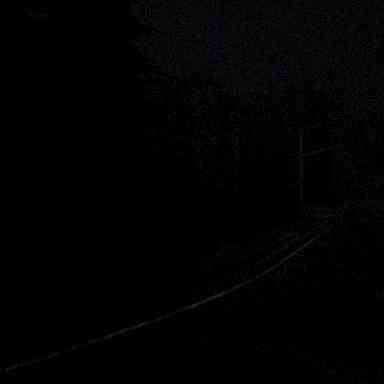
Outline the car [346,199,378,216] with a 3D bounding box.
[{"bbox_3d":[12.117,1.235,23.711,1.812,1.442,4.674,-1,0,29],"label":"car"}]
